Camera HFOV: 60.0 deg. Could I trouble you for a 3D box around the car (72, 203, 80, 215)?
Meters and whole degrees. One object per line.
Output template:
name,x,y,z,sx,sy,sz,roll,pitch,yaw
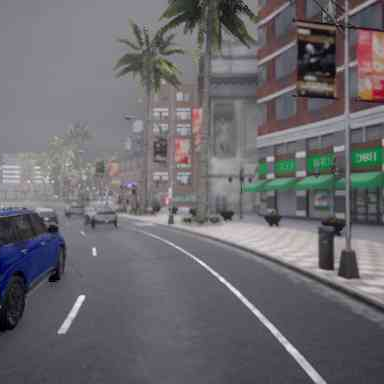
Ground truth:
car,-12.922,1.980,36.498,2.128,1.511,4.902,0,-1,-27

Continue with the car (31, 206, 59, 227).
car,-11.984,1.892,26.986,1.812,1.442,4.674,0,-1,-27

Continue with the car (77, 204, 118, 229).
car,-6.867,1.820,24.750,2.128,1.511,4.902,0,-1,-27

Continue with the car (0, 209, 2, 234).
car,-11.865,1.766,18.547,1.837,1.490,4.892,0,-1,-25

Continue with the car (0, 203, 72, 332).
car,-4.268,1.323,6.984,2.150,2.045,5.566,0,0,-9
